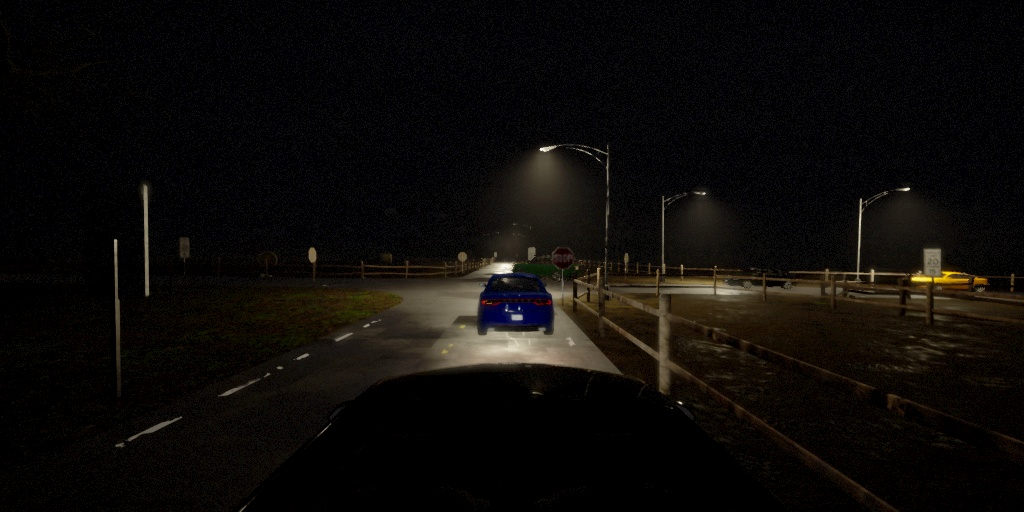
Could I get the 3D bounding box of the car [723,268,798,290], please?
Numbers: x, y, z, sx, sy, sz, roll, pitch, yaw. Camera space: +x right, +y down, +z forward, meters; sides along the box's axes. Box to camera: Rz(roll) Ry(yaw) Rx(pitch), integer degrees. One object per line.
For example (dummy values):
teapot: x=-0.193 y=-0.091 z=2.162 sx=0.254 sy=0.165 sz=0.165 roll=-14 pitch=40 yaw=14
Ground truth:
car: x=18.128 y=1.613 z=26.288 sx=4.892 sy=1.490 sz=1.837 roll=1 pitch=1 yaw=-1

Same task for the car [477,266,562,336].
car: x=0.047 y=1.224 z=10.488 sx=1.882 sy=1.535 sz=5.008 roll=0 pitch=0 yaw=-2

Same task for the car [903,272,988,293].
car: x=31.707 y=1.900 z=26.388 sx=5.008 sy=1.535 sz=1.882 roll=2 pitch=1 yaw=0

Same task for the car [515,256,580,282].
car: x=2.693 y=0.986 z=28.648 sx=5.566 sy=2.045 sz=2.150 roll=2 pitch=2 yaw=34
